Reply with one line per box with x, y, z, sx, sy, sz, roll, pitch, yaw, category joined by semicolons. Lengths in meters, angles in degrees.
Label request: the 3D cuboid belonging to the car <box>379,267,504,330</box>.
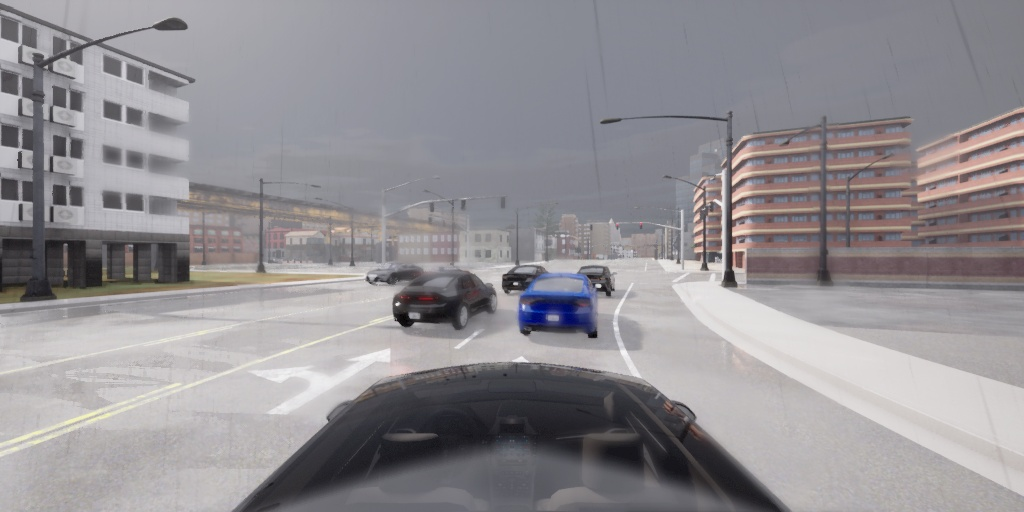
-1.855;1.255;11.323;1.837;1.490;4.892;0;0;14;car

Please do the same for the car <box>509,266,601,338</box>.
1.516;1.228;10.356;1.882;1.535;5.008;0;0;14;car

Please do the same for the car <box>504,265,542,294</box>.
1.033;1.227;20.061;1.882;1.535;5.008;0;0;20;car

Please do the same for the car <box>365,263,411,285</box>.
-8.249;1.242;25.663;2.128;1.511;4.902;0;0;21;car

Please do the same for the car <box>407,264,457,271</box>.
-4.830;1.351;24.792;1.895;1.301;4.718;0;0;21;car

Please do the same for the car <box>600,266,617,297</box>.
4.475;1.255;19.268;1.837;1.490;4.892;0;0;20;car
